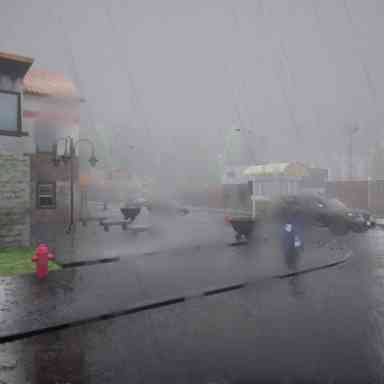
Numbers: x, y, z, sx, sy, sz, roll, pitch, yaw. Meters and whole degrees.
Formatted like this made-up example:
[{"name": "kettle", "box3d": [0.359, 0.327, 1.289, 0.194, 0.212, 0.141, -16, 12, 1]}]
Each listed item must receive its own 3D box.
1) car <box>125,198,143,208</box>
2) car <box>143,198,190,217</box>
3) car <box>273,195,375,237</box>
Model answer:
[{"name": "car", "box3d": [-7.681, 1.526, 46.781, 1.812, 1.442, 4.674, 0, 0, -39]}, {"name": "car", "box3d": [-2.382, 1.547, 32.289, 2.033, 1.411, 5.357, 0, 0, -35]}, {"name": "car", "box3d": [7.185, 1.222, 18.776, 2.150, 2.045, 5.566, 0, 0, -35]}]
